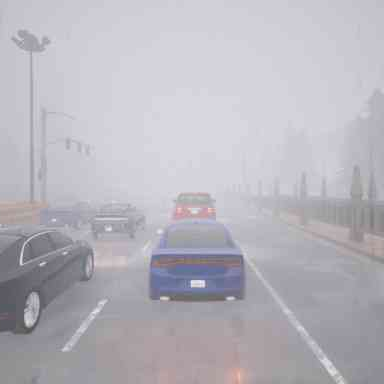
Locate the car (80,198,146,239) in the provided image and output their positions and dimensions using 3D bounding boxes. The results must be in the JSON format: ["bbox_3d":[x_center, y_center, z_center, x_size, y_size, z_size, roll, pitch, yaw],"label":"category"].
[{"bbox_3d":[-3.377,1.280,15.964,2.128,1.511,4.902,0,1,0],"label":"car"}]

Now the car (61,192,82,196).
[{"bbox_3d":[-20.898,0.699,56.599,1.812,1.442,4.674,0,1,1],"label":"car"}]

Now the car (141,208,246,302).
[{"bbox_3d":[0.102,1.384,8.177,1.882,1.535,5.008,0,1,0],"label":"car"}]

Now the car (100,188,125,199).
[{"bbox_3d":[-13.895,0.369,58.341,2.150,2.045,5.566,0,1,0],"label":"car"}]

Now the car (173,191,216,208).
[{"bbox_3d":[0.125,0.978,18.047,2.150,2.045,5.566,0,1,0],"label":"car"}]

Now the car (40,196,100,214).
[{"bbox_3d":[-6.867,1.219,19.047,1.882,1.535,5.008,0,1,0],"label":"car"}]

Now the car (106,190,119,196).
[{"bbox_3d":[-20.708,0.252,87.081,2.033,1.411,5.357,0,1,0],"label":"car"}]

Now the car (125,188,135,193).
[{"bbox_3d":[-13.778,0.216,68.663,2.150,2.045,5.566,0,1,0],"label":"car"}]

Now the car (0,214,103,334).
[{"bbox_3d":[-3.400,1.435,6.591,1.837,1.490,4.892,0,1,0],"label":"car"}]

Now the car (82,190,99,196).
[{"bbox_3d":[-20.787,0.379,66.252,2.097,1.767,4.553,0,1,0],"label":"car"}]
